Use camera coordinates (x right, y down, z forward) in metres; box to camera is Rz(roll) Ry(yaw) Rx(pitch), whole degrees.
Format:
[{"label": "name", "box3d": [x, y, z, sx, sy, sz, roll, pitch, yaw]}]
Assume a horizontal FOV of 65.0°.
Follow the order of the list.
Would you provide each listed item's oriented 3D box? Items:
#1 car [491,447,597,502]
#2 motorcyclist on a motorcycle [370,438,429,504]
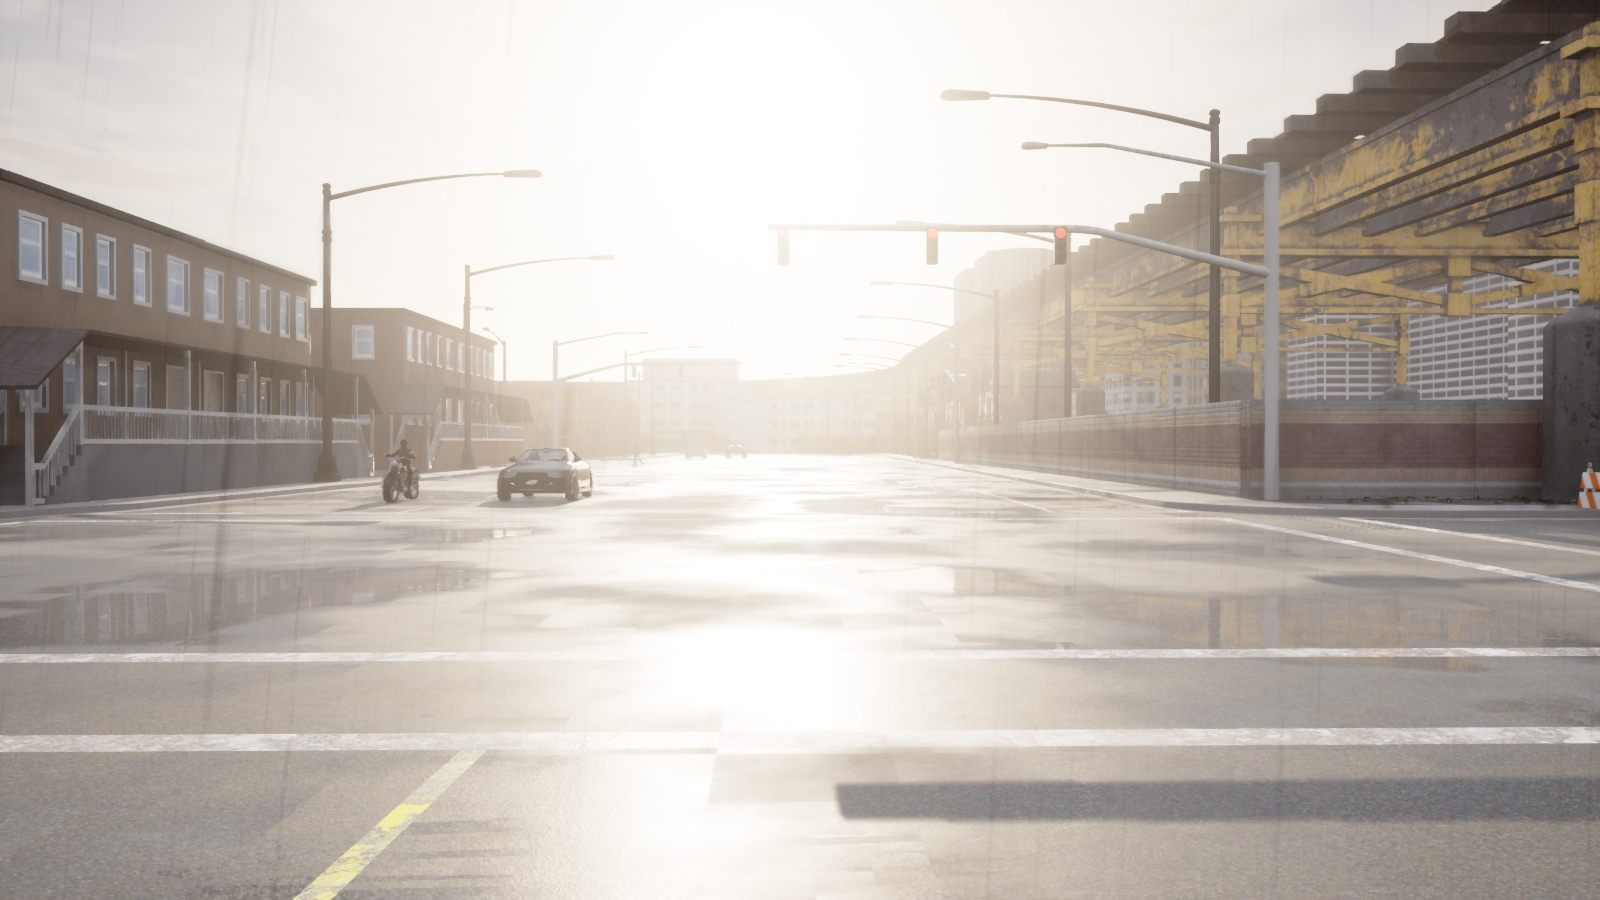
[{"label": "car", "box3d": [-6.794, 0.615, 33.726, 1.994, 1.385, 4.181, 0, 0, 0]}, {"label": "motorcyclist on a motorcycle", "box3d": [-10.301, 0.506, 32.381, 0.766, 1.649, 2.350, 0, 1, 0]}]
